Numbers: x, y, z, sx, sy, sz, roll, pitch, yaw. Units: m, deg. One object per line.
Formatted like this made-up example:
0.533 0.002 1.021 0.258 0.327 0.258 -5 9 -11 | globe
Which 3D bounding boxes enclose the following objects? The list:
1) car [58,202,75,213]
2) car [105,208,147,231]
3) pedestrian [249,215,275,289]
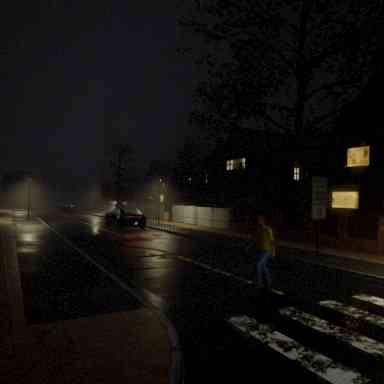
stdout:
-17.808 2.116 47.107 2.128 1.511 4.902 2 -2 -29 | car
-4.739 1.833 23.360 2.128 1.511 4.902 2 -2 -29 | car
1.709 1.430 8.041 0.375 1.860 0.375 1 -1 -29 | pedestrian
